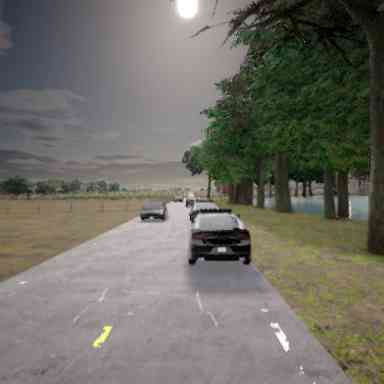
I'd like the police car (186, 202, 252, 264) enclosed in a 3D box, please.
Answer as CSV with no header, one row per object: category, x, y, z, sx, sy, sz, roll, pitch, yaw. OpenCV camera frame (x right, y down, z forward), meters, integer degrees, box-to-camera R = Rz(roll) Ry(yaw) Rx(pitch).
police car,0.826,1.371,11.719,1.930,1.638,5.238,0,0,0

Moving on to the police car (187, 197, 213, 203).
police car,0.827,1.340,21.720,1.930,1.638,5.238,0,0,0

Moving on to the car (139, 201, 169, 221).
car,-2.848,1.452,26.093,2.033,1.411,5.357,0,0,0

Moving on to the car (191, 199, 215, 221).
car,0.828,1.407,27.611,1.837,1.490,4.892,0,0,0

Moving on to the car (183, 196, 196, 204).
car,0.024,1.364,49.300,1.882,1.535,5.008,0,0,0

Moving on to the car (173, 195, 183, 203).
car,-2.743,1.395,67.899,1.882,1.535,5.008,0,0,0
